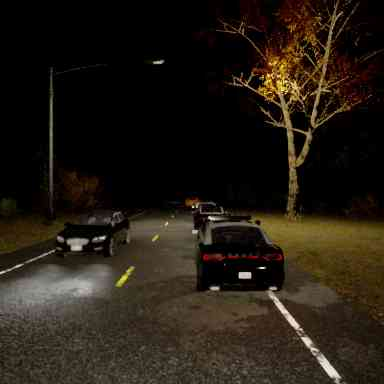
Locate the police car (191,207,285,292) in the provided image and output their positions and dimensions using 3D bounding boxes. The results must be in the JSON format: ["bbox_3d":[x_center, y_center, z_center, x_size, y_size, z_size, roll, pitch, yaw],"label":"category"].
[{"bbox_3d":[1.030,1.425,9.096,1.930,1.638,5.238,0,0,0],"label":"police car"}]

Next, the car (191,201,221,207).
[{"bbox_3d":[1.016,1.505,18.980,1.837,1.490,4.892,0,0,0],"label":"car"}]

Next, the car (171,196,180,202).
[{"bbox_3d":[-3.536,1.522,74.030,2.033,1.411,5.357,0,0,0],"label":"car"}]

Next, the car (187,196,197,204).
[{"bbox_3d":[-0.036,1.487,65.128,1.837,1.490,4.892,0,0,0],"label":"car"}]

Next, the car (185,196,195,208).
[{"bbox_3d":[-0.003,1.470,47.094,1.882,1.535,5.008,0,0,1],"label":"car"}]

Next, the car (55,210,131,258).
[{"bbox_3d":[-3.625,1.492,12.895,2.128,1.511,4.902,0,0,0],"label":"car"}]

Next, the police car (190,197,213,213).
[{"bbox_3d":[1.016,1.423,25.090,1.930,1.638,5.238,0,0,0],"label":"police car"}]
